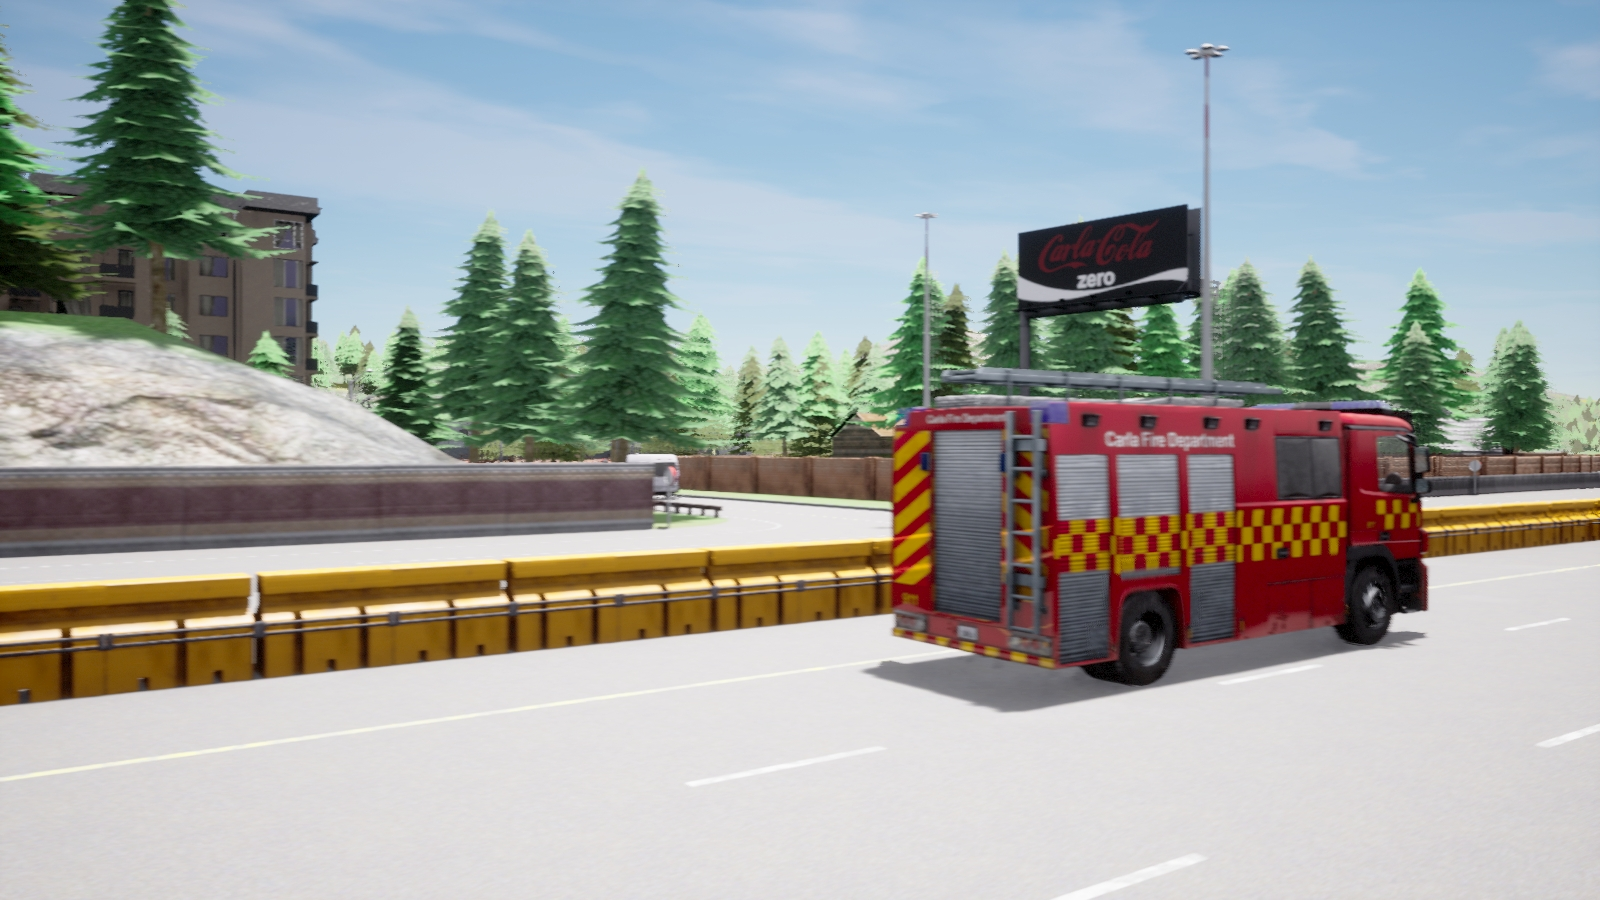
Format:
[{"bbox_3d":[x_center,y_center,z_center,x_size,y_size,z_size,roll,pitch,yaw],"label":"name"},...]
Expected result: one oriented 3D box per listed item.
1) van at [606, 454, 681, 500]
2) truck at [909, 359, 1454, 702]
[{"bbox_3d":[-9.180,1.529,66.562,1.988,2.561,5.915,0,0,-34],"label":"van"},{"bbox_3d":[5.749,0.899,16.328,8.468,3.827,2.891,0,0,-35],"label":"truck"}]
